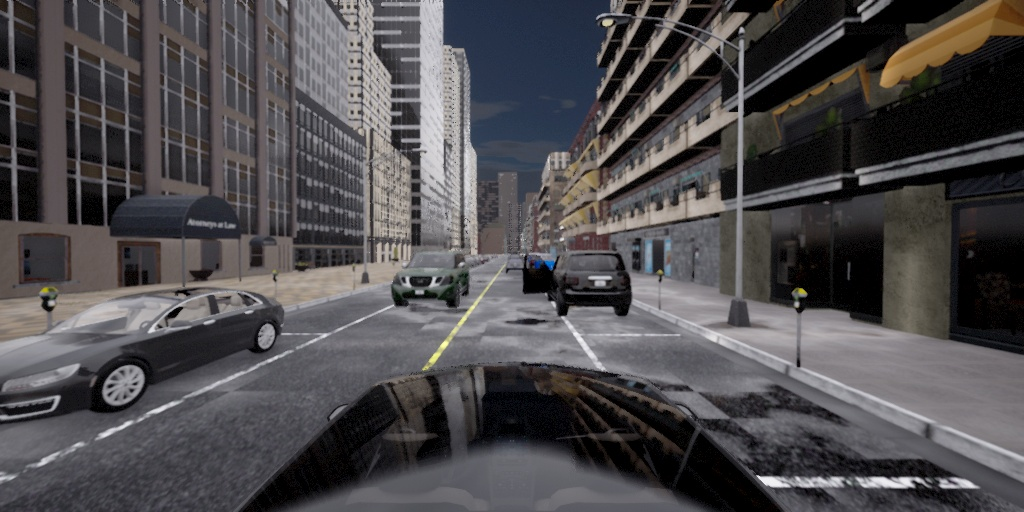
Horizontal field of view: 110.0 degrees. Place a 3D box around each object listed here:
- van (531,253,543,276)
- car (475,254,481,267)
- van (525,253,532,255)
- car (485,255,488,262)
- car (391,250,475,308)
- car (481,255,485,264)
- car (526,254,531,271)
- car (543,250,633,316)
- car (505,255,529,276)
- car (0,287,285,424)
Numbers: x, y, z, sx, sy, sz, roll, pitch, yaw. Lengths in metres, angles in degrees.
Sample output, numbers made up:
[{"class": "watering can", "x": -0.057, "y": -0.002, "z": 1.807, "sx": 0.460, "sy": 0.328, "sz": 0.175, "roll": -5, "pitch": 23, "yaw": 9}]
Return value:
[{"class": "van", "x": 2.959, "y": 0.664, "z": 33.377, "sx": 1.690, "sy": 1.789, "sz": 3.998, "roll": 0, "pitch": 0, "yaw": 0}, {"class": "car", "x": -5.326, "y": 0.727, "z": 44.493, "sx": 2.007, "sy": 1.370, "sz": 4.403, "roll": 0, "pitch": 0, "yaw": 0}, {"class": "van", "x": 3.102, "y": 0.452, "z": 49.943, "sx": 1.690, "sy": 1.789, "sz": 3.998, "roll": 0, "pitch": 0, "yaw": 0}, {"class": "car", "x": -5.231, "y": 0.476, "z": 55.539, "sx": 1.967, "sy": 1.591, "sz": 4.097, "roll": 0, "pitch": 0, "yaw": 0}, {"class": "car", "x": -2.994, "y": 0.795, "z": 14.472, "sx": 2.150, "sy": 2.045, "sz": 5.566, "roll": 0, "pitch": 1, "yaw": 1}, {"class": "car", "x": -5.279, "y": 0.657, "z": 50.016, "sx": 2.007, "sy": 1.370, "sz": 4.403, "roll": 0, "pitch": 0, "yaw": 0}, {"class": "car", "x": 3.055, "y": 0.727, "z": 44.421, "sx": 1.888, "sy": 1.381, "sz": 4.507, "roll": 0, "pitch": 0, "yaw": 0}, {"class": "car", "x": 2.485, "y": 0.821, "z": 12.684, "sx": 2.150, "sy": 2.045, "sz": 5.566, "roll": 0, "pitch": 1, "yaw": 0}, {"class": "car", "x": 0.324, "y": 0.853, "z": 34.690, "sx": 2.033, "sy": 1.411, "sz": 5.357, "roll": 0, "pitch": 1, "yaw": 1}, {"class": "car", "x": -5.660, "y": 1.241, "z": 5.840, "sx": 2.007, "sy": 1.370, "sz": 4.403, "roll": 0, "pitch": 0, "yaw": 0}]
